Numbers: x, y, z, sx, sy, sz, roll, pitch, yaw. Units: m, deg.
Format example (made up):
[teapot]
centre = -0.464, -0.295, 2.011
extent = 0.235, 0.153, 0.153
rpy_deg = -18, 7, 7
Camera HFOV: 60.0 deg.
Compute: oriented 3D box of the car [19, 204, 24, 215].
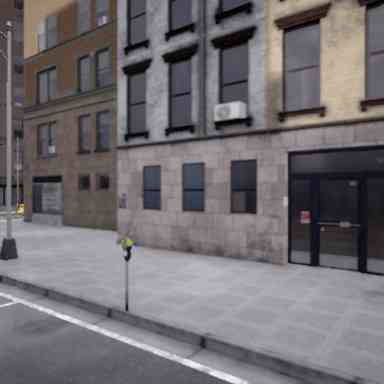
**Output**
[car]
centre = -12.282, 1.354, 28.863
extent = 1.882, 1.535, 5.008
rpy_deg = 0, 0, 34
